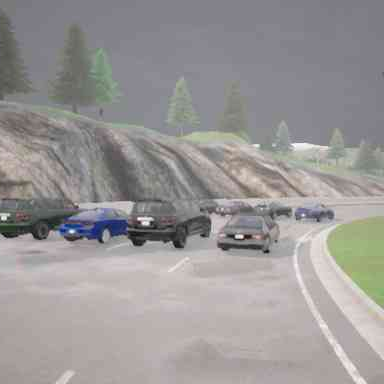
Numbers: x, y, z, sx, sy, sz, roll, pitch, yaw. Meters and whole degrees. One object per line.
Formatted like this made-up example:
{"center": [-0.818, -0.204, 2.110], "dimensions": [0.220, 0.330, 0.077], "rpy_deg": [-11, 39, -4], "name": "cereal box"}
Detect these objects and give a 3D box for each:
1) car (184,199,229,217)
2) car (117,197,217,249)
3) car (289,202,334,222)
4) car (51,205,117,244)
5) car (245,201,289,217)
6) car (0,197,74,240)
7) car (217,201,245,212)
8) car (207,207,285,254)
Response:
{"center": [1.555, 1.514, 32.830], "dimensions": [1.837, 1.490, 4.892], "rpy_deg": [0, 0, 40], "name": "car"}
{"center": [-0.816, 1.255, 14.904], "dimensions": [2.150, 2.045, 5.566], "rpy_deg": [0, 0, 20], "name": "car"}
{"center": [9.606, 1.531, 26.090], "dimensions": [1.812, 1.442, 4.674], "rpy_deg": [0, 0, 40], "name": "car"}
{"center": [-4.117, 1.482, 16.068], "dimensions": [1.882, 1.535, 5.008], "rpy_deg": [0, 0, 20], "name": "car"}
{"center": [6.922, 1.493, 28.337], "dimensions": [2.128, 1.511, 4.902], "rpy_deg": [0, 0, 40], "name": "car"}
{"center": [-7.397, 1.255, 17.289], "dimensions": [2.150, 2.045, 5.566], "rpy_deg": [0, 0, 20], "name": "car"}
{"center": [4.239, 1.561, 30.583], "dimensions": [2.033, 1.411, 5.357], "rpy_deg": [0, 0, 40], "name": "car"}
{"center": [2.464, 1.560, 13.683], "dimensions": [2.033, 1.411, 5.357], "rpy_deg": [0, 0, 20], "name": "car"}
